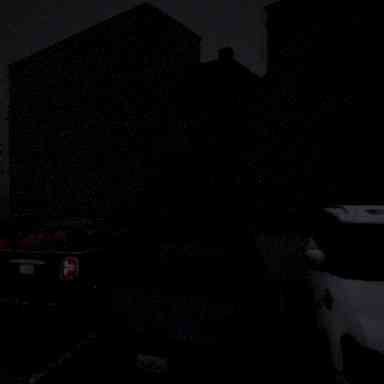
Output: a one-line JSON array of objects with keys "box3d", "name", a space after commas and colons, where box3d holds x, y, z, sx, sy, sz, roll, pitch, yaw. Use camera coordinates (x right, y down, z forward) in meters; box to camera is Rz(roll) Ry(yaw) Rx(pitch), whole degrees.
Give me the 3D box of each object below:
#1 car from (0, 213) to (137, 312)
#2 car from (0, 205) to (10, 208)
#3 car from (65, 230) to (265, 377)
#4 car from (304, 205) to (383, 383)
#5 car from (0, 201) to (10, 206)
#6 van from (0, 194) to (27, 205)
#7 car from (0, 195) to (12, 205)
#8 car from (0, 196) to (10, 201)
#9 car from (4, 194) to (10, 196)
[{"box3d": [-2.226, 1.363, 7.715, 2.185, 1.767, 4.553, 0, -1, 16], "name": "car"}, {"box3d": [-4.659, 1.372, 9.474, 2.185, 1.767, 4.553, 0, -1, 16], "name": "car"}, {"box3d": [0.220, 1.511, 5.954, 2.163, 1.488, 4.792, 0, -1, 16], "name": "car"}, {"box3d": [2.651, 1.223, 4.197, 2.435, 2.045, 5.566, 0, -1, 16], "name": "car"}, {"box3d": [-9.498, 1.392, 13.050, 2.185, 1.767, 4.553, 0, -1, 16], "name": "car"}, {"box3d": [-35.182, 1.435, 65.528, 4.442, 1.987, 1.878, -1, 0, 14], "name": "van"}, {"box3d": [-36.798, 1.539, 63.020, 4.553, 1.767, 2.185, -1, -1, 14], "name": "car"}, {"box3d": [-27.956, 1.643, 45.868, 4.792, 1.488, 2.163, 1, 1, 14], "name": "car"}, {"box3d": [-26.291, 1.357, 48.322, 5.566, 2.045, 2.435, 0, 1, 14], "name": "car"}]
